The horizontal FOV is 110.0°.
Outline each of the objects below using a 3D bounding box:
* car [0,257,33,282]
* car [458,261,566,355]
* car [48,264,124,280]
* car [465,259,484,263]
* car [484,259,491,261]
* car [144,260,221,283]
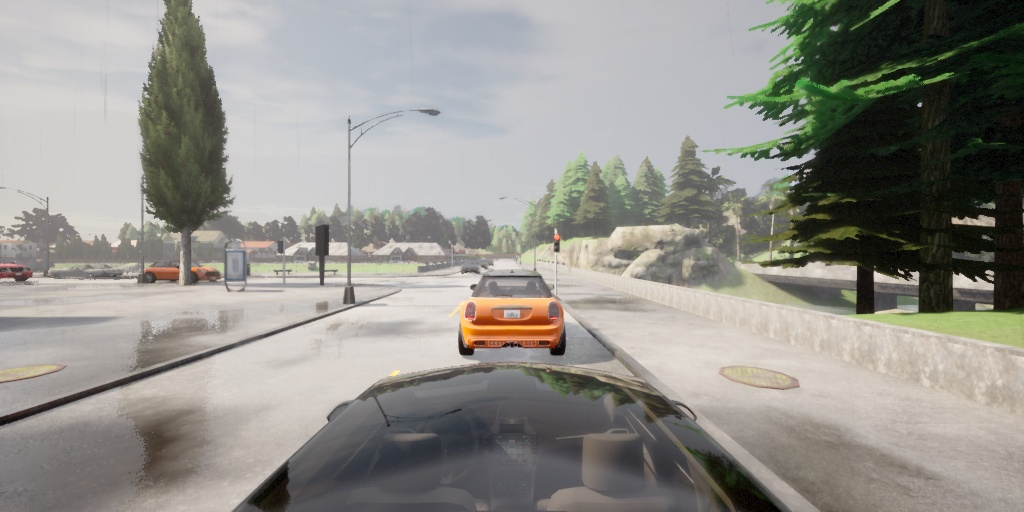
[{"bbox_3d":[-39.743,0.966,26.865,5.566,2.045,2.150,1,0,0],"label":"car"},{"bbox_3d":[-0.001,1.102,8.818,2.097,1.767,4.553,0,0,0],"label":"car"},{"bbox_3d":[-36.914,1.351,31.085,4.718,1.301,1.895,0,0,-1],"label":"car"},{"bbox_3d":[-4.427,1.255,38.991,1.837,1.490,4.892,0,0,0],"label":"car"},{"bbox_3d":[-4.551,1.254,53.242,1.837,1.490,4.892,0,0,0],"label":"car"},{"bbox_3d":[-24.709,1.102,27.003,4.553,1.767,2.097,0,0,-1],"label":"car"}]
